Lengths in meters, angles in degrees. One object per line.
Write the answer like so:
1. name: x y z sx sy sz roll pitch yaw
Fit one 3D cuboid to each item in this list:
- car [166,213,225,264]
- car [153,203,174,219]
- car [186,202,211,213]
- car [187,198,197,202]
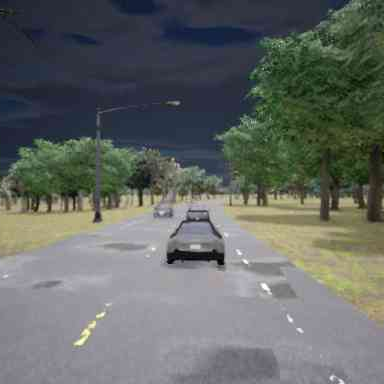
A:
1. car: 0.163 1.710 12.451 1.994 1.385 4.181 0 -1 1
2. car: -2.849 1.888 34.244 2.128 1.511 4.902 0 -1 1
3. car: 0.511 1.809 27.217 2.128 1.511 4.902 0 -1 2
4. car: 0.012 2.175 78.267 2.097 1.767 4.553 0 -1 5
